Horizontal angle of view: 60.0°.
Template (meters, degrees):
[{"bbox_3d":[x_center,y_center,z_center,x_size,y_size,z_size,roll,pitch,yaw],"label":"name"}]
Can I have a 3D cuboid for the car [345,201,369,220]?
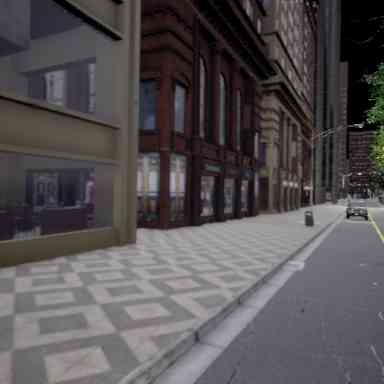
[{"bbox_3d":[18.933,2.055,38.169,2.150,2.045,5.566,1,0,27],"label":"car"}]
